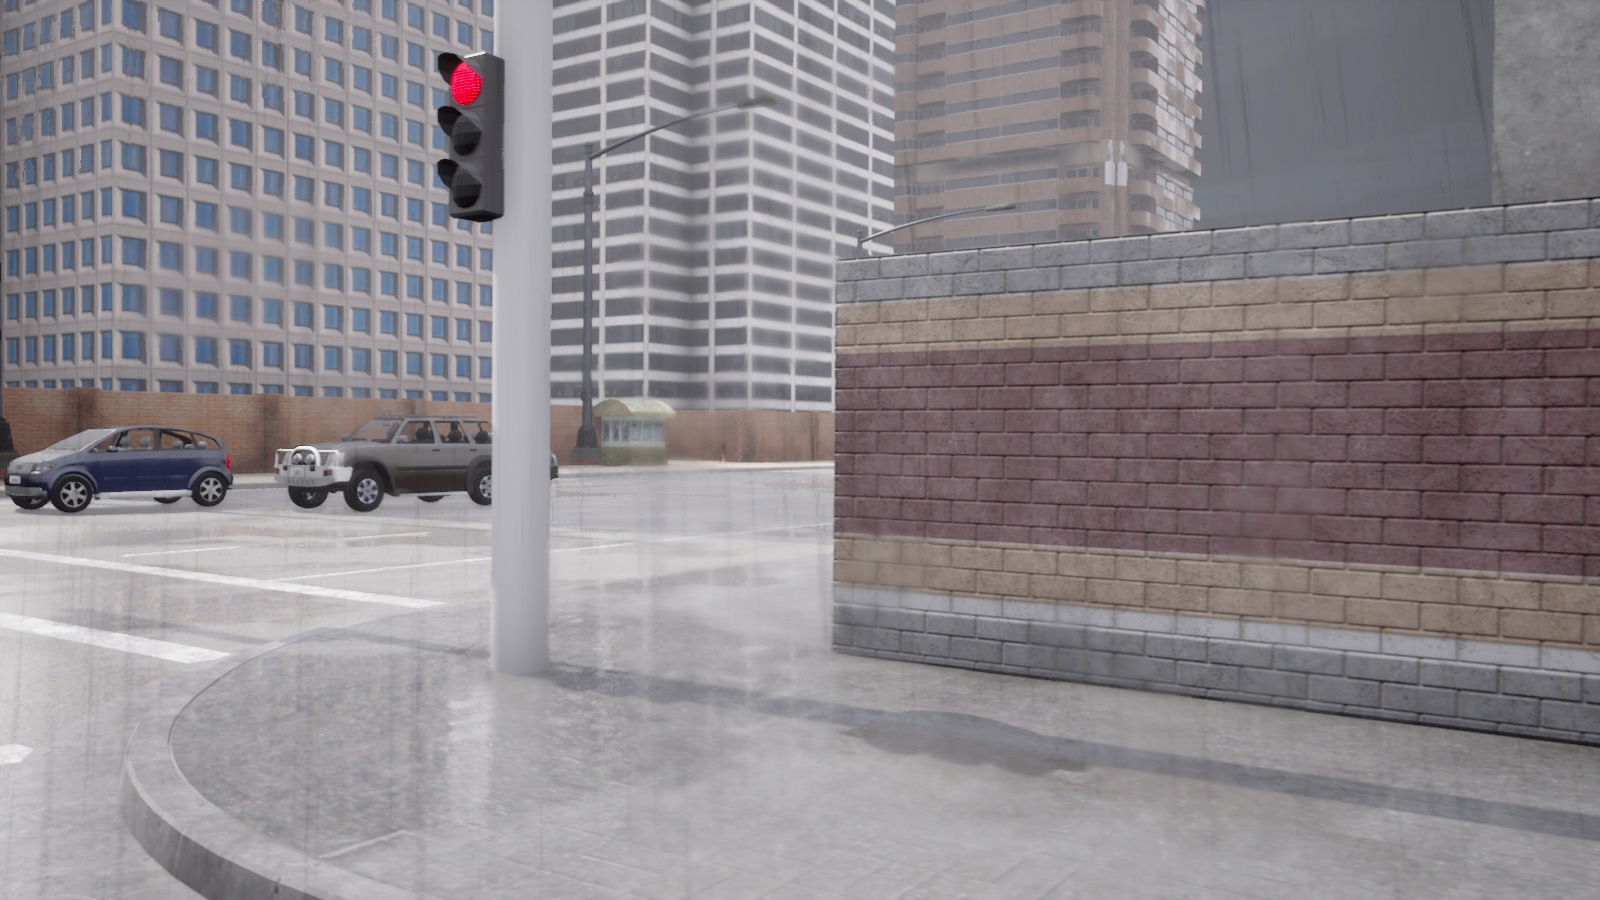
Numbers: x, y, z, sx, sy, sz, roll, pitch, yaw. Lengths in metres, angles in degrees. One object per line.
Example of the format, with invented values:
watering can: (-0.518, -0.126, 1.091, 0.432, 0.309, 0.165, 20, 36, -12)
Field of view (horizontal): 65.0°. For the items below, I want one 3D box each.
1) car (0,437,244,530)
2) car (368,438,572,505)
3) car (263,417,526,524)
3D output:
car: (-12.541, 0.546, 23.256, 1.789, 1.549, 3.705, 0, 1, 34)
car: (-7.827, 0.455, 30.234, 1.812, 1.442, 4.674, 0, 1, 34)
car: (-7.674, 0.320, 24.218, 1.932, 1.855, 4.605, 0, 1, 34)
